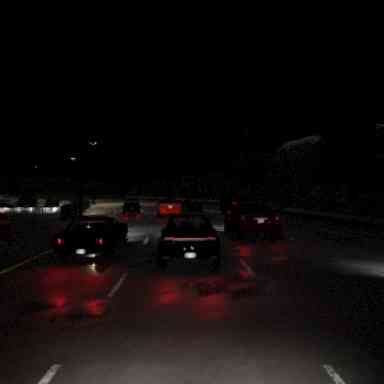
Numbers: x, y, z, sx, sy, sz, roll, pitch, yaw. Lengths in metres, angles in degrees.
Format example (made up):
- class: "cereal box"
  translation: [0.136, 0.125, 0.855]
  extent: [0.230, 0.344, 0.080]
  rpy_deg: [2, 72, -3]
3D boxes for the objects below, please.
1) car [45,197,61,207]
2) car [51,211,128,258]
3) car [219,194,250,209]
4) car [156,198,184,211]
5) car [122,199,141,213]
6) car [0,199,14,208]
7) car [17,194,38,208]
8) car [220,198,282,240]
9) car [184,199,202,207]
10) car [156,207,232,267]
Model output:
- class: "car"
  translation: [-21.472, 1.555, 51.461]
  extent: [2.128, 1.511, 4.902]
  rpy_deg: [0, 0, -17]
- class: "car"
  translation: [-3.681, 1.617, 12.910]
  extent: [1.895, 1.301, 4.718]
  rpy_deg: [0, 0, -3]
- class: "car"
  translation: [4.463, 1.264, 34.505]
  extent: [2.150, 2.045, 5.566]
  rpy_deg: [0, 0, -10]
- class: "car"
  translation: [-2.328, 1.391, 32.233]
  extent: [2.097, 1.767, 4.553]
  rpy_deg: [0, 0, -9]
- class: "car"
  translation: [-6.854, 1.572, 37.683]
  extent: [1.812, 1.442, 4.674]
  rpy_deg: [0, 0, -12]
- class: "car"
  translation: [-28.523, 1.666, 50.613]
  extent: [1.895, 1.301, 4.718]
  rpy_deg: [0, 0, -17]
- class: "car"
  translation: [-24.788, 1.287, 50.383]
  extent: [2.150, 2.045, 5.566]
  rpy_deg: [0, 0, -17]
- class: "car"
  translation: [3.002, 1.372, 17.367]
  extent: [2.097, 1.767, 4.553]
  rpy_deg: [0, 0, -4]
- class: "car"
  translation: [-0.091, 1.525, 39.619]
  extent: [1.882, 1.535, 5.008]
  rpy_deg: [0, 0, -12]
- class: "car"
  translation: [-0.145, 1.507, 11.477]
  extent: [2.128, 1.511, 4.902]
  rpy_deg: [0, 0, -2]
